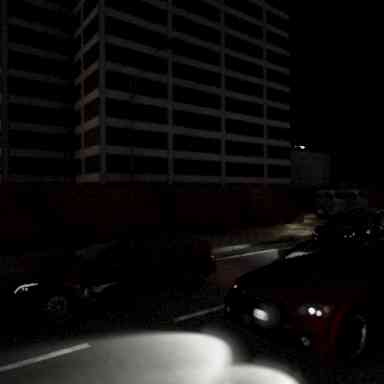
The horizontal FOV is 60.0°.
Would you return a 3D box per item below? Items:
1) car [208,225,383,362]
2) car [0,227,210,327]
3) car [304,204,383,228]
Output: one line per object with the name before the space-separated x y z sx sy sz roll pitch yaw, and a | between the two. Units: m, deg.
car | 2.575 1.546 5.912 4.181 1.385 1.994 0 0 -37
car | -1.528 1.537 7.202 4.674 1.442 1.812 0 0 -37
car | 6.801 1.453 13.394 4.892 1.490 1.837 0 0 -36
